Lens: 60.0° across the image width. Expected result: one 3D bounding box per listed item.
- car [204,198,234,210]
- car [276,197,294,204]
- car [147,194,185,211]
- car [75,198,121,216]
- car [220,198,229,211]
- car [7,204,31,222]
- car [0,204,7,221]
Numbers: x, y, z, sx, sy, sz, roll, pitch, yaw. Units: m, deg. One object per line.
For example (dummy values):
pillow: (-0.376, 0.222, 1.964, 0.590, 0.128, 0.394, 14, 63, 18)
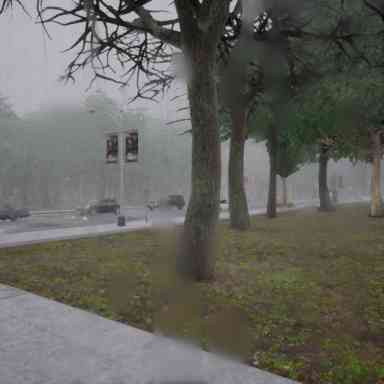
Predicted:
car: (3.708, 1.568, 44.983, 1.837, 1.490, 4.892, 0, -1, 36)
car: (15.637, 1.576, 56.110, 1.882, 1.535, 5.008, 0, 0, 36)
car: (-3.110, 1.269, 41.363, 2.150, 2.045, 5.566, 0, 0, 35)
car: (-9.222, 1.382, 32.800, 2.097, 1.767, 4.553, 0, 0, 35)
car: (3.015, 1.584, 38.417, 1.812, 1.442, 4.674, 0, 0, 36)
car: (-14.963, 1.563, 24.763, 2.033, 1.411, 5.357, 0, 0, 35)
car: (-14.153, 1.540, 19.955, 1.812, 1.442, 4.674, 0, 0, 36)
